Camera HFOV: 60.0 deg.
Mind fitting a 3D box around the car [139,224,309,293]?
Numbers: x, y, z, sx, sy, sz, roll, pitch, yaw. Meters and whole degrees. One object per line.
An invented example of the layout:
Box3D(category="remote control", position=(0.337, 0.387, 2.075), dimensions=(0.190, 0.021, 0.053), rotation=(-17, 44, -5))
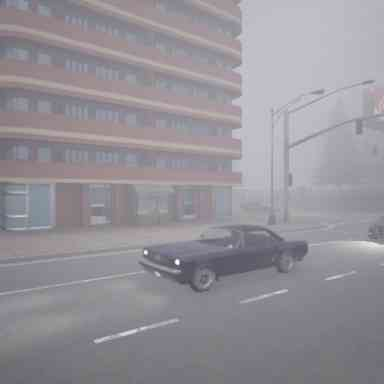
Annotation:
Box3D(category="car", position=(0.994, 1.601, 9.036), dimensions=(4.718, 1.301, 1.895), rotation=(0, 0, -36))

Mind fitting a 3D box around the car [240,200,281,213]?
Box3D(category="car", position=(7.757, 1.600, 37.668), dimensions=(1.895, 1.301, 4.718), rotation=(0, 0, -36))

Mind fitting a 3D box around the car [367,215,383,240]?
Box3D(category="car", position=(10.073, 1.564, 15.606), dimensions=(4.181, 1.385, 1.994), rotation=(0, 0, -36))
